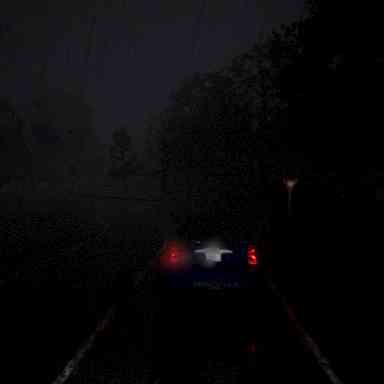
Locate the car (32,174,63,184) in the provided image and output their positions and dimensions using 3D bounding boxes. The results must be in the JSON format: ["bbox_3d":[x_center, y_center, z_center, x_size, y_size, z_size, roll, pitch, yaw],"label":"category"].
[{"bbox_3d":[-20.923,-1.905,48.110,4.181,1.385,1.994,-3,7,-31],"label":"car"}]

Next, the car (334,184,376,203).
[{"bbox_3d":[14.286,-0.010,28.984,5.008,1.535,1.882,-6,9,-41],"label":"car"}]

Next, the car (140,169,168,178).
[{"bbox_3d":[-7.098,-3.297,61.016,4.892,1.490,1.837,-2,6,-20],"label":"car"}]

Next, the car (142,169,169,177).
[{"bbox_3d":[-7.020,-3.657,64.482,4.892,1.490,1.837,-2,5,-17],"label":"car"}]

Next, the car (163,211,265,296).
[{"bbox_3d":[0.526,1.283,8.704,2.097,1.767,4.553,0,1,3],"label":"car"}]
